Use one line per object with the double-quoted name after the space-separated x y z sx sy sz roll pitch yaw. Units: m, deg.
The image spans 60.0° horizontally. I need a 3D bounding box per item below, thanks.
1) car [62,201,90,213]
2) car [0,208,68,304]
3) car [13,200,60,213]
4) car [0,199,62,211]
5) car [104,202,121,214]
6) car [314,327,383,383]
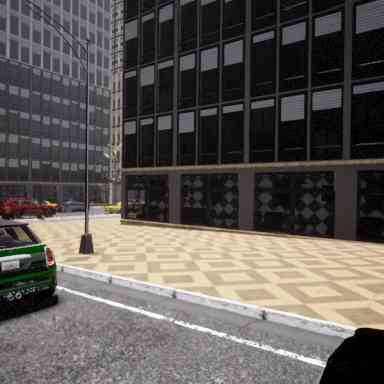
-14.540 1.749 40.409 1.994 1.385 4.181 1 0 37 "car"
-5.011 1.348 7.268 4.553 1.767 2.097 0 0 36 "car"
-18.419 1.643 39.540 1.752 1.417 4.829 1 0 37 "car"
-14.939 1.519 30.158 2.192 1.841 5.009 1 0 37 "car"
-8.124 1.830 39.357 1.752 1.417 4.829 1 0 37 "car"
2.986 1.601 1.549 4.718 1.301 1.895 0 0 36 "car"
